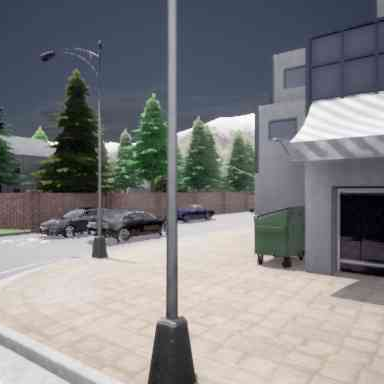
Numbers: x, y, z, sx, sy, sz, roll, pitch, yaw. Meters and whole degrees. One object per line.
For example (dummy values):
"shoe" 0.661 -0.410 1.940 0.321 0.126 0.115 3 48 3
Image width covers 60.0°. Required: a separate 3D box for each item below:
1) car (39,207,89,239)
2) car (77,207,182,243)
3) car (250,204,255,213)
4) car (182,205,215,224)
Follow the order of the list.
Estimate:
"car" -6.158 1.658 18.908 1.837 1.490 4.892 0 0 36
"car" -3.038 1.650 17.160 2.128 1.511 4.902 0 0 38
"car" 8.298 1.717 38.400 1.994 1.385 4.181 0 0 37
"car" -0.175 1.754 26.987 1.895 1.301 4.718 0 0 37
